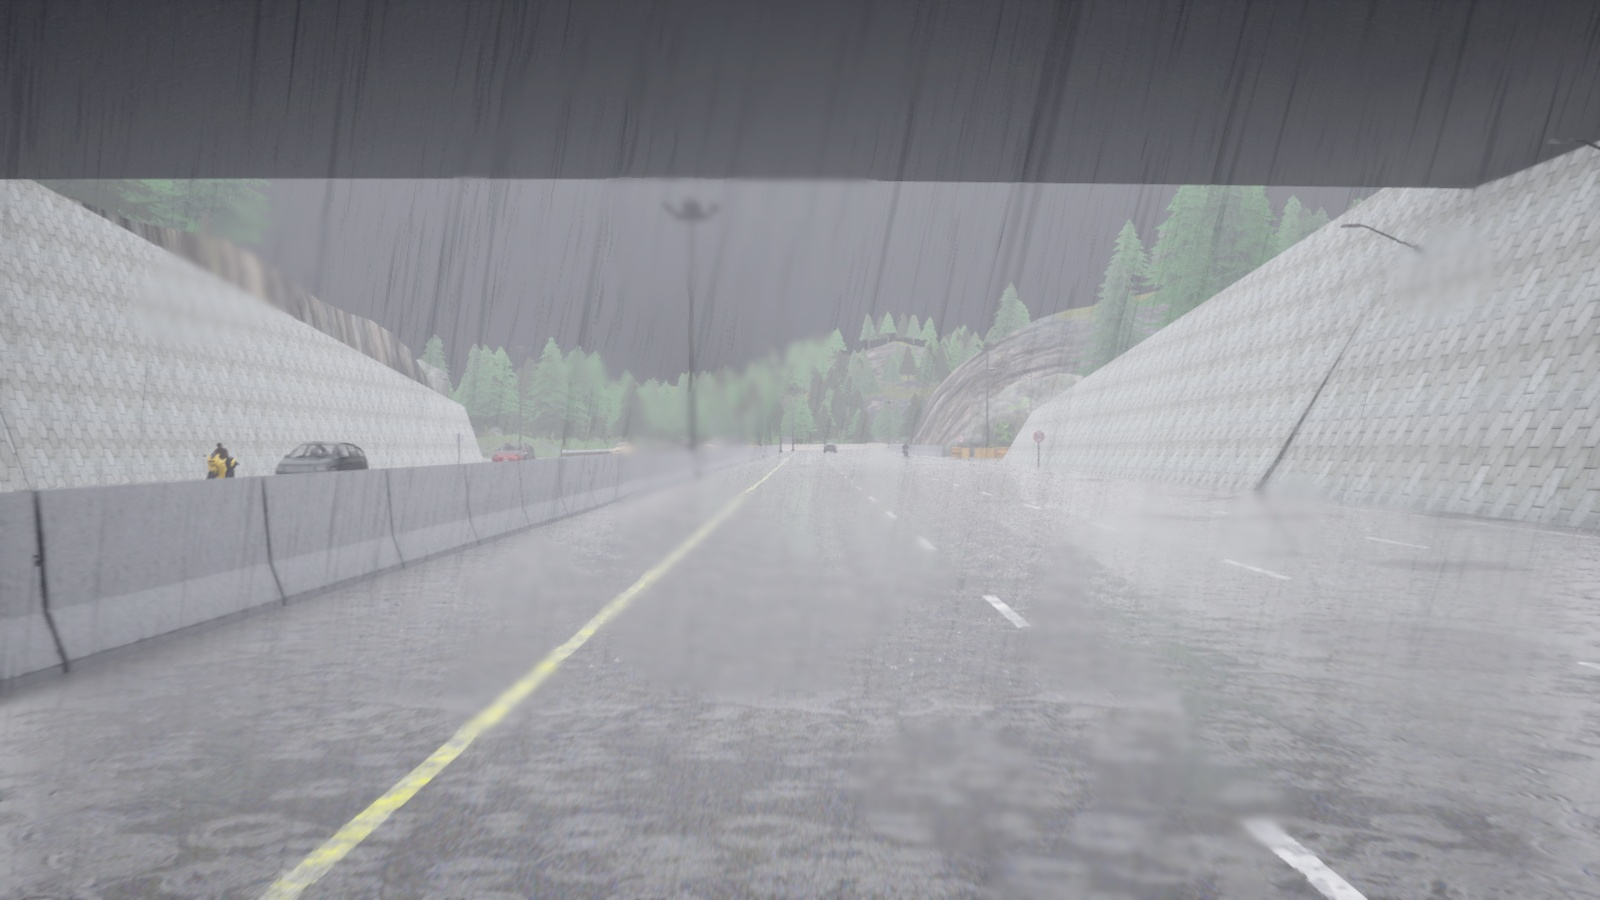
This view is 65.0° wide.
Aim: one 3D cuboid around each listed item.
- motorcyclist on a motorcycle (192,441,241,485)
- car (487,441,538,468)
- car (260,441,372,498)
[{"bbox_3d":[-20.763,0.460,44.725,0.797,1.523,2.044,0,0,0],"label":"motorcyclist on a motorcycle"},{"bbox_3d":[-17.125,0.257,75.008,2.007,1.525,4.514,0,0,0],"label":"car"},{"bbox_3d":[-13.802,0.511,36.033,1.789,1.549,3.705,0,0,0],"label":"car"}]
